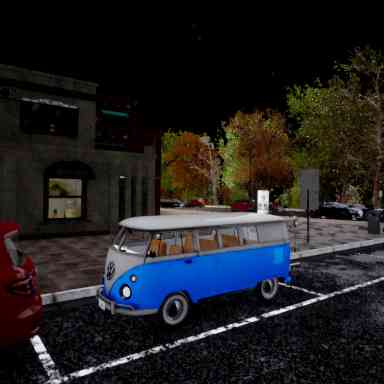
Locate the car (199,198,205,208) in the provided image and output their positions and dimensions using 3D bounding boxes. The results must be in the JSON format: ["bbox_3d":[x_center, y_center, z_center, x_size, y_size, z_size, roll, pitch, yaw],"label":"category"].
[{"bbox_3d":[0.008,2.024,57.833,1.812,1.442,4.674,1,-1,-34],"label":"car"}]

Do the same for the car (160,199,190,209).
[{"bbox_3d":[-2.870,1.855,50.318,2.128,1.511,4.902,1,-1,-34],"label":"car"}]

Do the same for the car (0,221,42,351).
[{"bbox_3d":[-4.282,1.315,3.491,5.009,1.841,2.192,0,1,-35],"label":"car"}]

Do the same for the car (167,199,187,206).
[{"bbox_3d":[-3.074,2.171,68.129,1.812,1.442,4.674,1,-1,-34],"label":"car"}]

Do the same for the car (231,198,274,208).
[{"bbox_3d":[6.318,1.548,36.712,2.097,1.767,4.553,1,-1,-34],"label":"car"}]

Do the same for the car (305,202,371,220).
[{"bbox_3d":[11.993,1.583,28.305,2.128,1.511,4.902,1,-1,-34],"label":"car"}]

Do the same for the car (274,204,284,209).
[{"bbox_3d":[8.682,1.770,39.010,1.812,1.442,4.674,1,-1,-34],"label":"car"}]

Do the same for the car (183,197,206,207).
[{"bbox_3d":[0.444,1.935,63.013,2.097,1.767,4.553,1,-1,-34],"label":"car"}]

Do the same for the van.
[{"bbox_3d":[0.225,1.342,6.716,3.998,1.788,1.690,0,1,-35],"label":"van"}]

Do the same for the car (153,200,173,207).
[{"bbox_3d":[-5.782,2.204,66.330,1.895,1.301,4.718,1,-1,-34],"label":"car"}]

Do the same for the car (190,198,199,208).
[{"bbox_3d":[-1.674,1.982,54.372,2.033,1.411,5.357,1,-1,-34],"label":"car"}]

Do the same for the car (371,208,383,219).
[{"bbox_3d":[14.832,1.733,29.929,1.895,1.301,4.718,1,-1,-34],"label":"car"}]
